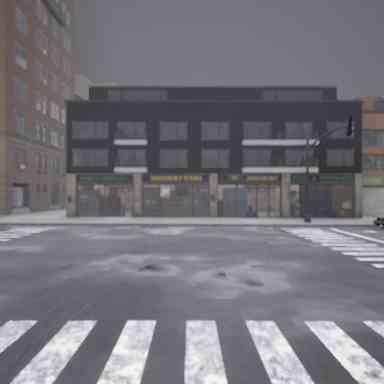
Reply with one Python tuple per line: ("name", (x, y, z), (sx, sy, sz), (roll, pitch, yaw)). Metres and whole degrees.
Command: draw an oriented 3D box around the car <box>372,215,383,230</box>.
("car", (13.387, 1.693, 19.659), (4.718, 1.301, 1.895), (0, 0, 0))
